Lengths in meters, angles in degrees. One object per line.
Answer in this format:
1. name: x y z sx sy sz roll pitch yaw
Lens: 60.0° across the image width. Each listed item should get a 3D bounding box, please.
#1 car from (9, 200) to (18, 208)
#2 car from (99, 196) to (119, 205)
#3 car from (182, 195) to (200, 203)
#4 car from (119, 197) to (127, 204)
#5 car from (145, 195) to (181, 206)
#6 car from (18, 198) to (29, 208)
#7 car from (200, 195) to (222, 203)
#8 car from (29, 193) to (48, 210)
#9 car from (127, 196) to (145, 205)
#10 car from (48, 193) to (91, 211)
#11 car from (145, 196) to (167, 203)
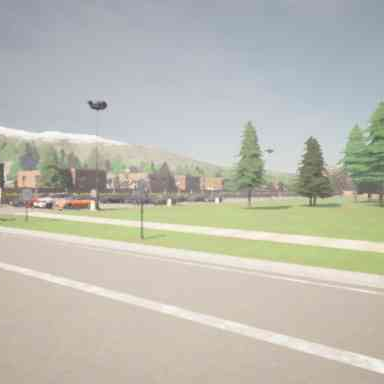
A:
1. car: -22.871 1.403 46.470 2.128 1.511 4.902 0 0 35
2. car: -14.310 1.388 58.651 1.882 1.535 5.008 0 0 35
3. car: 0.849 1.454 68.060 2.033 1.411 5.357 0 0 35
4. car: -9.884 1.409 58.888 2.128 1.511 4.902 0 0 35
5. car: -4.697 1.478 54.149 2.033 1.411 5.357 0 0 35
6. car: -19.754 1.139 44.826 2.150 2.045 5.566 0 0 35
7. car: 4.306 1.412 66.923 2.128 1.511 4.902 0 0 35
8. car: -17.149 1.147 42.441 2.150 2.045 5.566 0 0 35
9. car: -8.031 1.449 55.482 1.812 1.442 4.674 0 0 35
10. car: -14.447 1.284 40.200 2.097 1.767 4.553 0 0 35
11. car: -7.374 1.506 68.508 1.895 1.301 4.718 0 0 35
